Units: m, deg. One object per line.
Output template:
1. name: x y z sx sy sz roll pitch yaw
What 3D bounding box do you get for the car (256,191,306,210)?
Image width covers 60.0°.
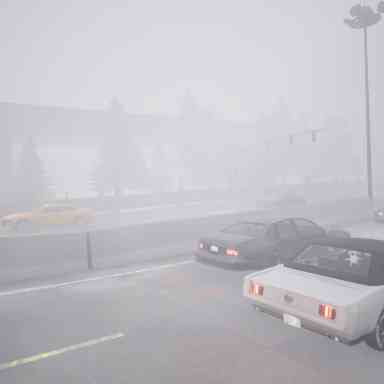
1. car: 7.153 0.655 26.394 4.674 1.442 1.812 -4 2 -36

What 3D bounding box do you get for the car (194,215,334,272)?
1. car: 2.609 1.400 9.938 5.357 1.411 2.033 -3 1 -36

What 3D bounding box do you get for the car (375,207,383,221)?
1. car: 10.757 0.868 15.801 5.357 1.411 2.033 -4 2 -36

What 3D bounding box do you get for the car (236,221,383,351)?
1. car: 3.244 1.506 6.086 4.718 1.301 1.895 -2 1 -36

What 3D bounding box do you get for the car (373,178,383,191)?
1. car: 26.096 -1.081 44.346 4.553 1.767 2.097 -4 3 -36

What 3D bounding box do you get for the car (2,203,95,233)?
1. car: -8.305 1.438 19.581 5.008 1.535 1.882 -1 1 -36
